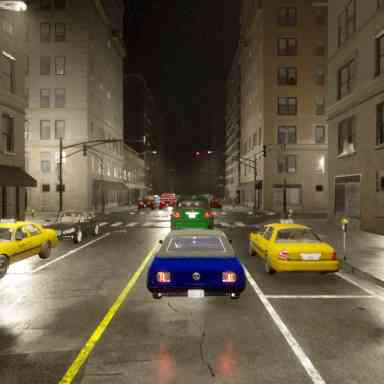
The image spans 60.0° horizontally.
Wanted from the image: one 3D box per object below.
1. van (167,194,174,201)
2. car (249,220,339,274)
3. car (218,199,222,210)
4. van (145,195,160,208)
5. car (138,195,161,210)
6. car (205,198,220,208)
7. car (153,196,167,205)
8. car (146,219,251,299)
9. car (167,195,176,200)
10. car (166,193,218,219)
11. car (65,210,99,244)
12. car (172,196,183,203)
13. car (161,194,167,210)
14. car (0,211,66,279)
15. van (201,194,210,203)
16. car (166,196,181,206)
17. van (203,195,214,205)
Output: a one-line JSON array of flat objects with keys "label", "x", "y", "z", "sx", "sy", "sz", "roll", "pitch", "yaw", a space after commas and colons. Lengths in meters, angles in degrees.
[{"label": "van", "x": -5.618, "y": 1.377, "z": 86.473, "sx": 1.690, "sy": 1.788, "sz": 3.998, "roll": 0, "pitch": 0, "yaw": 0}, {"label": "car", "x": 2.862, "y": 1.526, "z": 10.326, "sx": 1.752, "sy": 1.417, "sz": 4.829, "roll": 0, "pitch": 0, "yaw": 0}, {"label": "car", "x": 2.881, "y": 1.557, "z": 42.456, "sx": 1.887, "sy": 1.381, "sz": 4.507, "roll": 0, "pitch": 0, "yaw": 0}, {"label": "van", "x": -5.641, "y": 1.357, "z": 47.962, "sx": 1.690, "sy": 1.788, "sz": 3.998, "roll": 0, "pitch": 0, "yaw": 0}, {"label": "car", "x": -5.645, "y": 1.328, "z": 42.462, "sx": 2.192, "sy": 1.841, "sz": 5.009, "roll": 0, "pitch": 0, "yaw": 0}, {"label": "car", "x": 2.885, "y": 1.582, "z": 47.957, "sx": 1.947, "sy": 1.339, "sz": 4.313, "roll": 0, "pitch": 0, "yaw": 0}, {"label": "car", "x": -5.635, "y": 1.462, "z": 58.965, "sx": 1.967, "sy": 1.590, "sz": 4.097, "roll": 0, "pitch": 0, "yaw": 0}, {"label": "car", "x": 0.087, "y": 1.601, "z": 8.387, "sx": 1.895, "sy": 1.301, "sz": 4.718, "roll": 0, "pitch": 0, "yaw": 0}, {"label": "car", "x": -5.615, "y": 1.591, "z": 91.973, "sx": 2.008, "sy": 1.369, "sz": 4.403, "roll": 0, "pitch": 0, "yaw": 0}, {"label": "car", "x": 0.011, "y": 1.224, "z": 18.153, "sx": 2.150, "sy": 2.045, "sz": 5.566, "roll": 0, "pitch": 0, "yaw": 0}, {"label": "car", "x": -5.660, "y": 1.552, "z": 15.687, "sx": 2.008, "sy": 1.369, "sz": 4.403, "roll": 0, "pitch": 0, "yaw": 0}, {"label": "car", "x": -2.959, "y": 1.519, "z": 69.192, "sx": 2.128, "sy": 1.511, "sz": 4.902, "roll": 0, "pitch": 0, "yaw": 0}, {"label": "car", "x": -3.080, "y": 1.235, "z": 43.726, "sx": 2.150, "sy": 2.045, "sz": 5.566, "roll": 0, "pitch": 0, "yaw": 0}, {"label": "car", "x": -5.663, "y": 1.526, "z": 9.992, "sx": 1.752, "sy": 1.417, "sz": 4.829, "roll": 0, "pitch": 0, "yaw": 0}, {"label": "van", "x": 2.897, "y": 1.368, "z": 69.963, "sx": 1.690, "sy": 1.788, "sz": 3.998, "roll": 0, "pitch": 0, "yaw": 0}, {"label": "car", "x": -3.054, "y": 1.512, "z": 55.608, "sx": 2.128, "sy": 1.511, "sz": 4.902, "roll": 0, "pitch": 0, "yaw": 0}, {"label": "van", "x": 2.891, "y": 1.363, "z": 58.960, "sx": 1.690, "sy": 1.788, "sz": 3.998, "roll": 0, "pitch": 0, "yaw": 0}]
